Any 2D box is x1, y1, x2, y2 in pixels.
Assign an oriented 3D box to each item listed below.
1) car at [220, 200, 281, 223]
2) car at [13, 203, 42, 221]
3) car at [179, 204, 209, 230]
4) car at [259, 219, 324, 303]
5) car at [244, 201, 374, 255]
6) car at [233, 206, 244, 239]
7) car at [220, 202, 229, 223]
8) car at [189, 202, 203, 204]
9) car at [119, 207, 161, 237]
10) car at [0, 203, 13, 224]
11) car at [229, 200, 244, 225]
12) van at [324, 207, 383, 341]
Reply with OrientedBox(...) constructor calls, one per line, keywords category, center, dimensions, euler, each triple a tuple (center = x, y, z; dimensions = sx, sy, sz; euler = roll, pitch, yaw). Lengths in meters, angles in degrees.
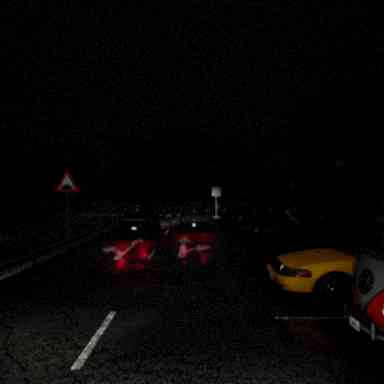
OrientedBox(category="car", center=(4.605, 1.516, 26.793), dimensions=(4.553, 1.767, 2.185), euler=(0, 0, 0))
OrientedBox(category="car", center=(-15.486, 1.679, 28.632), dimensions=(4.792, 1.488, 2.163), euler=(0, 0, 0))
OrientedBox(category="car", center=(0.089, 1.737, 22.543), dimensions=(1.895, 1.301, 4.718), euler=(0, 0, -1))
OrientedBox(category="car", center=(4.454, 1.530, 7.484), dimensions=(5.366, 1.575, 1.946), euler=(0, 0, 0))
OrientedBox(category="car", center=(4.667, 1.301, 10.243), dimensions=(5.566, 2.045, 2.435), euler=(0, 0, 0))
OrientedBox(category="car", center=(4.644, 1.593, 15.755), dimensions=(4.892, 1.521, 2.231), euler=(0, 0, 0))
OrientedBox(category="car", center=(4.642, 1.633, 24.030), dimensions=(5.008, 1.535, 2.097), euler=(0, 0, 0))
OrientedBox(category="car", center=(0.500, 1.789, 37.869), dimensions=(1.895, 1.301, 4.718), euler=(0, 0, 5))
OrientedBox(category="car", center=(-2.902, 1.621, 19.108), dimensions=(2.128, 1.511, 4.902), euler=(0, 0, 0))
OrientedBox(category="car", center=(-15.551, 1.513, 23.197), dimensions=(4.553, 1.767, 2.185), euler=(0, 0, 0))
OrientedBox(category="car", center=(4.606, 1.482, 18.518), dimensions=(4.553, 1.767, 2.185), euler=(0, 0, 0))
OrientedBox(category="van", center=(4.523, 1.288, 4.728), dimensions=(4.442, 1.987, 1.878), euler=(0, 0, 0))
